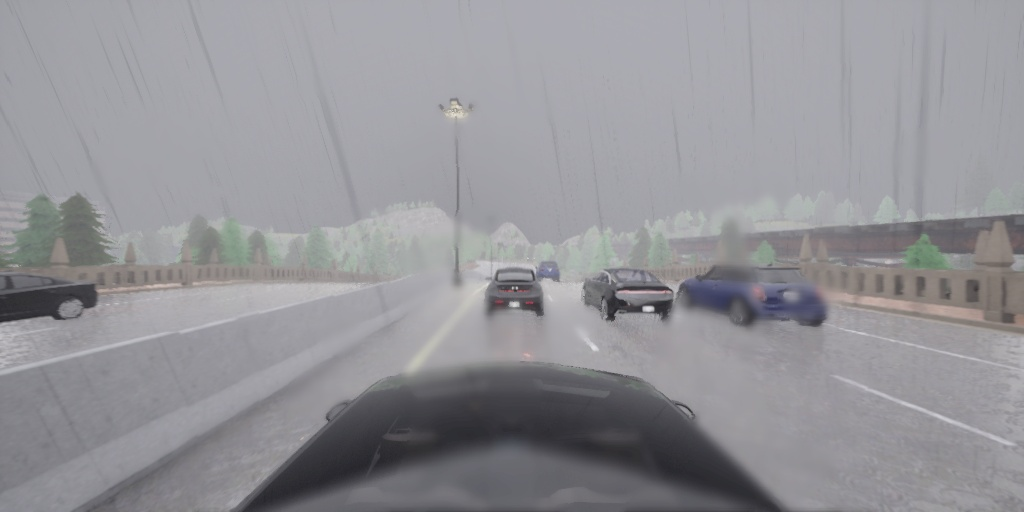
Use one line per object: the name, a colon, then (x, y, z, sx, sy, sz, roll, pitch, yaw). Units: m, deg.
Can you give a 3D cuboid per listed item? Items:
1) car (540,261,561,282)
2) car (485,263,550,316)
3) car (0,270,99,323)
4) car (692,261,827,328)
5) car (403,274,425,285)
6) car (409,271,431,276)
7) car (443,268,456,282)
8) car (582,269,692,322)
car: (3.604, 1.637, 36.365, 2.150, 2.045, 5.566, 0, -4, 0)
car: (0.101, 1.165, 12.826, 1.837, 1.490, 4.892, 0, 0, 0)
car: (-14.099, 1.167, 9.256, 1.882, 1.535, 5.008, 0, 0, 0)
car: (7.100, 1.024, 11.231, 2.097, 1.767, 4.553, 0, 0, 0)
car: (-14.061, 3.367, 51.544, 1.812, 1.442, 4.674, 0, -6, 0)
car: (-10.579, 2.541, 43.235, 1.837, 1.490, 4.892, 0, -6, 0)
car: (-7.084, 2.091, 40.127, 2.097, 1.767, 4.553, 0, -5, 0)
car: (3.601, 1.160, 11.879, 2.128, 1.511, 4.902, 0, 1, 0)
